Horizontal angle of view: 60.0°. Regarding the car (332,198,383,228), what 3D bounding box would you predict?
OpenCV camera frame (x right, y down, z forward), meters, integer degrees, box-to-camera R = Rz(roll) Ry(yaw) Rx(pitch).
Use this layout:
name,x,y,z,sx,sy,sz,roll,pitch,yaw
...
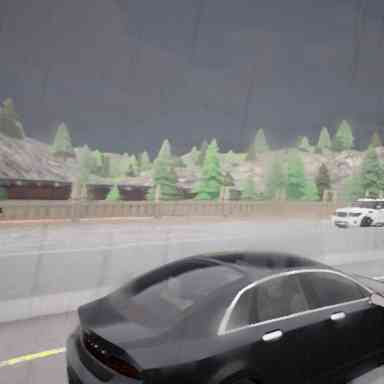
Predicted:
name,x,y,z,sx,sy,sz,roll,pitch,yaw
car,11.925,1.434,21.981,5.566,2.045,2.150,1,0,-22

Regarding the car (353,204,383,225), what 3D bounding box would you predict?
name,x,y,z,sx,sy,sz,roll,pitch,yaw
car,15.902,1.777,27.165,4.902,1.511,2.128,1,0,-19

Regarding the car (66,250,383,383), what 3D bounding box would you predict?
name,x,y,z,sx,sy,sz,roll,pitch,yaw
car,1.022,1.525,4.212,4.892,1.490,1.837,1,0,-34
